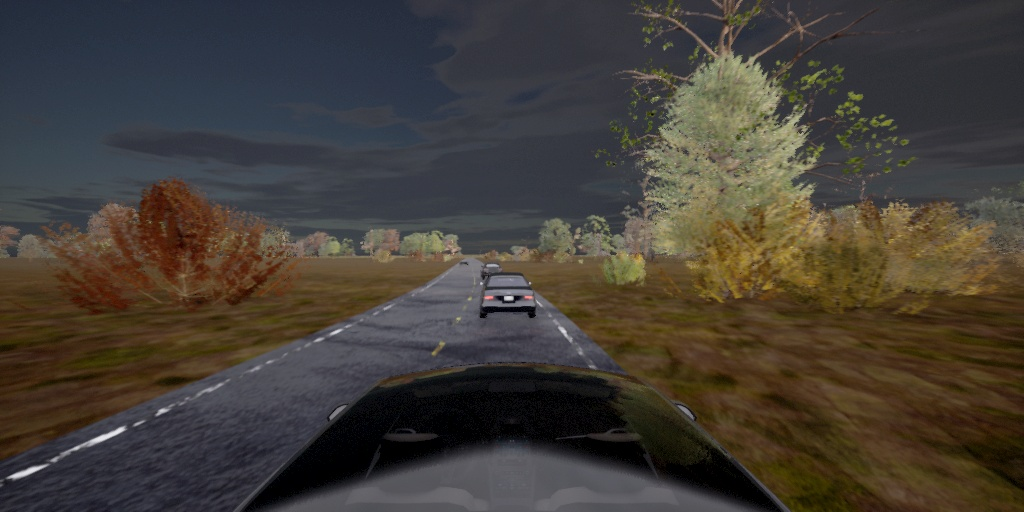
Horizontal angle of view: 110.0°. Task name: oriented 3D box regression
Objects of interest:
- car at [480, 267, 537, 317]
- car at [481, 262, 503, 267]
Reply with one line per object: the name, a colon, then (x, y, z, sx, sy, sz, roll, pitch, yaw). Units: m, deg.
car: (-0.209, 1.295, 13.071, 2.033, 1.411, 5.357, 0, 0, -3)
car: (-1.778, 1.273, 32.125, 1.812, 1.442, 4.674, 0, 0, -6)
